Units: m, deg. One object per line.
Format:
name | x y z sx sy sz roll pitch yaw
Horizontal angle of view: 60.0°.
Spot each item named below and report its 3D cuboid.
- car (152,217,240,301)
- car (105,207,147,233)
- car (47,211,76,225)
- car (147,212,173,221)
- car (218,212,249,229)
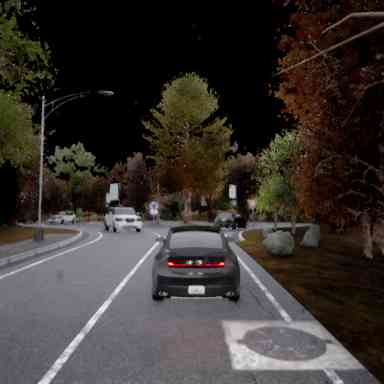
car | 0.083 1.609 8.551 1.837 1.490 4.892 0 -1 0
car | -5.706 2.244 27.298 2.150 2.045 5.566 3 -5 -24
car | -19.753 3.932 50.621 2.150 2.045 5.566 -1 -4 5
car | -6.563 4.914 66.123 5.566 2.045 2.150 2 -5 -9
car | 3.925 2.748 32.480 2.097 1.767 4.553 -2 -5 27
